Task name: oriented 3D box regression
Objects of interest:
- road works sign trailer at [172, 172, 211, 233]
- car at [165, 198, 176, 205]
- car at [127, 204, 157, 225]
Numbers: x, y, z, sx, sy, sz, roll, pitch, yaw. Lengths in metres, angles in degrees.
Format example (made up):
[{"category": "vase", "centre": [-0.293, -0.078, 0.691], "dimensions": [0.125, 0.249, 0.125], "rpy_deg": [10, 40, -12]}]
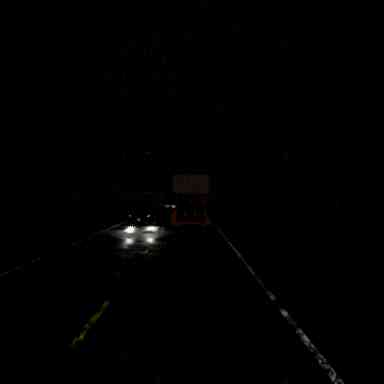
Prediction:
[{"category": "road works sign trailer", "centre": [-0.052, 0.570, 20.603], "dimensions": [2.380, 3.560, 2.880], "rpy_deg": [0, 0, -1]}, {"category": "car", "centre": [-4.242, 1.896, 66.531], "dimensions": [2.033, 1.411, 5.357], "rpy_deg": [0, 0, -1]}, {"category": "car", "centre": [-3.706, 1.656, 25.362], "dimensions": [1.812, 1.442, 4.674], "rpy_deg": [0, 0, 0]}]
